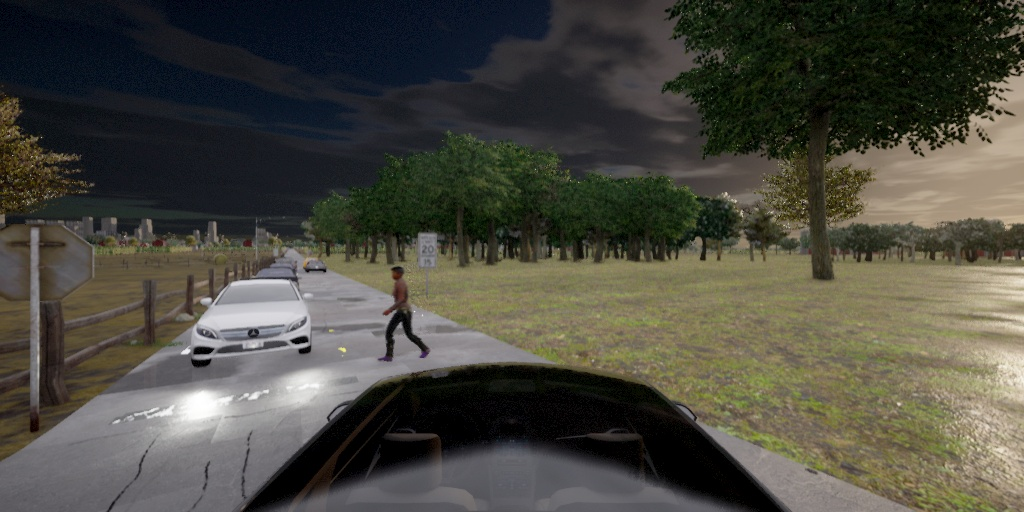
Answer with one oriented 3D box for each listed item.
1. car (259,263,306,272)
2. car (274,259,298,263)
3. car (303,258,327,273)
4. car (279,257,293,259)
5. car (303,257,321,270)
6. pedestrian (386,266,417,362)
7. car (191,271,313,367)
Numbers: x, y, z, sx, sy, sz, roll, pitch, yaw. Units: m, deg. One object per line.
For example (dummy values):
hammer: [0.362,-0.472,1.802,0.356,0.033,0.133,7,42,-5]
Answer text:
car: [-11.141,1.231,17.001,2.033,1.411,5.357,0,0,-32]
car: [-16.741,1.188,26.092,2.033,1.411,5.357,0,0,-32]
car: [-22.031,1.141,40.263,1.994,1.385,4.181,0,0,-31]
car: [-24.402,0.926,38.670,2.097,1.767,4.553,0,0,-31]
car: [-27.283,0.995,48.776,1.882,1.535,5.008,0,0,-32]
pedestrian: [-2.062,1.034,6.684,0.375,1.860,0.375,0,0,-32]
car: [-5.699,1.251,8.179,1.812,1.442,4.674,0,0,-32]
